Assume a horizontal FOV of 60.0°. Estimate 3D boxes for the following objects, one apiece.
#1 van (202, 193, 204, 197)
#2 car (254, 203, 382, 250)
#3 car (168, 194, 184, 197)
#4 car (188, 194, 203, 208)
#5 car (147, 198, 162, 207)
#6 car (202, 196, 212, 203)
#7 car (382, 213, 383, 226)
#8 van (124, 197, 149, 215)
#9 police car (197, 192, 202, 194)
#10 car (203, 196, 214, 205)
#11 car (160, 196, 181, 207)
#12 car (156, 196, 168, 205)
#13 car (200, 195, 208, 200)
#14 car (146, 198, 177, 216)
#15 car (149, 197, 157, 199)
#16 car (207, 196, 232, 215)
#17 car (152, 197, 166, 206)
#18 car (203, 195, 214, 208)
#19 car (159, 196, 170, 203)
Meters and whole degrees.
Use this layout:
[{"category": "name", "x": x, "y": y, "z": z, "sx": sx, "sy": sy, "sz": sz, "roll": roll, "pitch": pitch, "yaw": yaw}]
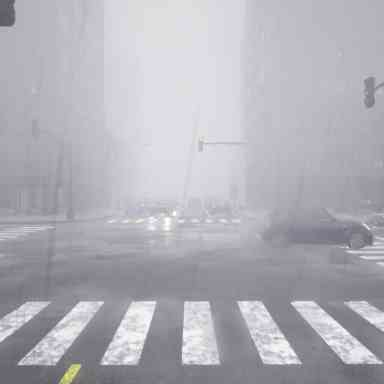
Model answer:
[{"category": "van", "x": 2.958, "y": 1.343, "z": 56.024, "sx": 1.690, "sy": 1.788, "sz": 3.998, "roll": 0, "pitch": 0, "yaw": 0}, {"category": "car", "x": 4.999, "y": 1.361, "z": 13.929, "sx": 4.553, "sy": 1.767, "sz": 2.097, "roll": 0, "pitch": 0, "yaw": 0}, {"category": "car", "x": -2.811, "y": 1.550, "z": 53.837, "sx": 2.033, "sy": 1.411, "sz": 5.357, "roll": 0, "pitch": 0, "yaw": 1}, {"category": "car", "x": 0.354, "y": 1.507, "z": 49.187, "sx": 1.837, "sy": 1.490, "sz": 4.892, "roll": 0, "pitch": 0, "yaw": 0}, {"category": "car", "x": -5.597, "y": 1.585, "z": 50.395, "sx": 1.802, "sy": 1.307, "sz": 4.206, "roll": 0, "pitch": 0, "yaw": 0}, {"category": "car", "x": 3.019, "y": 1.551, "z": 67.363, "sx": 2.008, "sy": 1.369, "sz": 4.403, "roll": 0, "pitch": 0, "yaw": 0}, {"category": "car", "x": 13.642, "y": 1.615, "z": 20.676, "sx": 4.718, "sy": 1.301, "sz": 1.895, "roll": 0, "pitch": 0, "yaw": 0}, {"category": "van", "x": -5.687, "y": 1.343, "z": 33.390, "sx": 1.690, "sy": 1.788, "sz": 3.998, "roll": 0, "pitch": 0, "yaw": 0}, {"category": "police car", "x": 2.781, "y": 1.420, "z": 79.454, "sx": 1.930, "sy": 1.638, "sz": 5.238, "roll": 0, "pitch": 0, "yaw": 0}, {"category": "car", "x": 2.989, "y": 1.527, "z": 61.863, "sx": 1.752, "sy": 1.417, "sz": 4.829, "roll": 0, "pitch": 0, "yaw": 0}, {"category": "car", "x": -2.875, "y": 1.603, "z": 43.147, "sx": 1.895, "sy": 1.301, "sz": 4.718, "roll": 0, "pitch": 0, "yaw": 1}, {"category": "car", "x": -5.538, "y": 1.527, "z": 61.561, "sx": 1.752, "sy": 1.417, "sz": 4.829, "roll": 0, "pitch": 0, "yaw": 0}, {"category": "car", "x": 3.138, "y": 1.557, "z": 90.040, "sx": 1.947, "sy": 1.339, "sz": 4.313, "roll": 0, "pitch": 0, "yaw": 0}, {"category": "car", "x": -2.929, "y": 1.602, "z": 33.164, "sx": 1.895, "sy": 1.301, "sz": 4.718, "roll": 0, "pitch": 0, "yaw": 3}, {"category": "car", "x": -5.657, "y": 1.442, "z": 39.059, "sx": 1.967, "sy": 1.590, "sz": 4.097, "roll": 0, "pitch": 0, "yaw": 0}, {"category": "car", "x": 2.839, "y": 1.442, "z": 33.348, "sx": 1.967, "sy": 1.590, "sz": 4.097, "roll": 0, "pitch": 0, "yaw": 0}, {"category": "car", "x": -5.567, "y": 1.568, "z": 56.063, "sx": 1.947, "sy": 1.339, "sz": 4.313, "roll": 0, "pitch": 0, "yaw": 0}, {"category": "car", "x": 2.899, "y": 1.443, "z": 44.686, "sx": 1.967, "sy": 1.590, "sz": 4.097, "roll": 0, "pitch": 0, "yaw": 0}, {"category": "car", "x": -5.507, "y": 1.566, "z": 67.400, "sx": 1.947, "sy": 1.339, "sz": 4.313, "roll": 0, "pitch": 0, "yaw": 0}]
